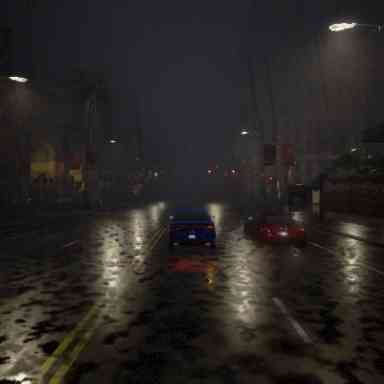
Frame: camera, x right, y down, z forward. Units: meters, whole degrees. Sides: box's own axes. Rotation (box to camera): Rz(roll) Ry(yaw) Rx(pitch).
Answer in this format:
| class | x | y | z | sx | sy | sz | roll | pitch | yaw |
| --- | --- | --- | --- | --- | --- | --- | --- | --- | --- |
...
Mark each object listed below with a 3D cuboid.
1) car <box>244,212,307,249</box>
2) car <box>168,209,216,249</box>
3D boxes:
| class | x | y | z | sx | sy | sz | roll | pitch | yaw |
| --- | --- | --- | --- | --- | --- | --- | --- | --- | --- |
| car | 3.500 | 1.571 | 14.629 | 1.994 | 1.385 | 4.181 | 0 | 0 | 0 |
| car | 0.000 | 1.483 | 14.629 | 1.882 | 1.535 | 5.008 | 0 | 0 | 0 |
